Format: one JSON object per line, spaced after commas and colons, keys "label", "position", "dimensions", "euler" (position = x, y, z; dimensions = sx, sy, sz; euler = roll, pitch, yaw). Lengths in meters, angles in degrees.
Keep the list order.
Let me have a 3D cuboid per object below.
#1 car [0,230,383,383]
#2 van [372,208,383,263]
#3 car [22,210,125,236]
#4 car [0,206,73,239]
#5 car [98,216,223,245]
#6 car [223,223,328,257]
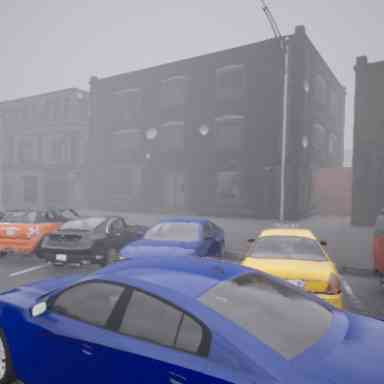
{"label": "car", "position": [-0.435, 1.476, 3.668], "dimensions": [5.008, 1.535, 1.882], "euler": [0, 0, 35]}
{"label": "van", "position": [4.575, 1.255, 5.706], "dimensions": [1.878, 1.987, 4.442], "euler": [1, -1, 15]}
{"label": "car", "position": [-2.797, 1.476, 11.024], "dimensions": [2.231, 1.521, 4.892], "euler": [0, -1, 15]}
{"label": "car", "position": [-5.284, 1.346, 12.736], "dimensions": [2.185, 1.767, 4.553], "euler": [0, -1, 14]}
{"label": "car", "position": [-0.311, 1.478, 9.310], "dimensions": [2.097, 1.535, 5.008], "euler": [1, -1, 15]}
{"label": "car", "position": [2.188, 1.480, 7.745], "dimensions": [1.946, 1.575, 5.366], "euler": [0, -1, 15]}
